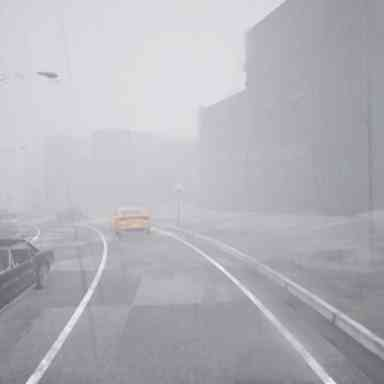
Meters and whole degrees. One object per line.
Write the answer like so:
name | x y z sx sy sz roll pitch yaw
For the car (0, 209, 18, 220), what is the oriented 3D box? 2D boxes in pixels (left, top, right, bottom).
car | -24.816 2.902 43.703 5.357 1.411 2.033 -4 1 40

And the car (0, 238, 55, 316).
car | -4.237 1.667 6.475 1.895 1.301 4.718 -1 0 -8

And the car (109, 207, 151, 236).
car | -3.812 1.651 19.899 1.882 1.535 5.008 -1 -1 -19

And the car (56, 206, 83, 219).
car | -13.952 2.278 37.748 1.994 1.385 4.181 -3 0 -39
